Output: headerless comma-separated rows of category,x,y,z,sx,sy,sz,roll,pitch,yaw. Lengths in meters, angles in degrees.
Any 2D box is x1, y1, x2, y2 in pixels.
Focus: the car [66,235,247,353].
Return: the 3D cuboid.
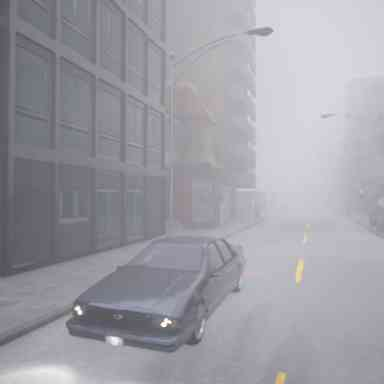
car,-0.132,1.662,6.983,2.033,1.411,5.357,0,-1,20
